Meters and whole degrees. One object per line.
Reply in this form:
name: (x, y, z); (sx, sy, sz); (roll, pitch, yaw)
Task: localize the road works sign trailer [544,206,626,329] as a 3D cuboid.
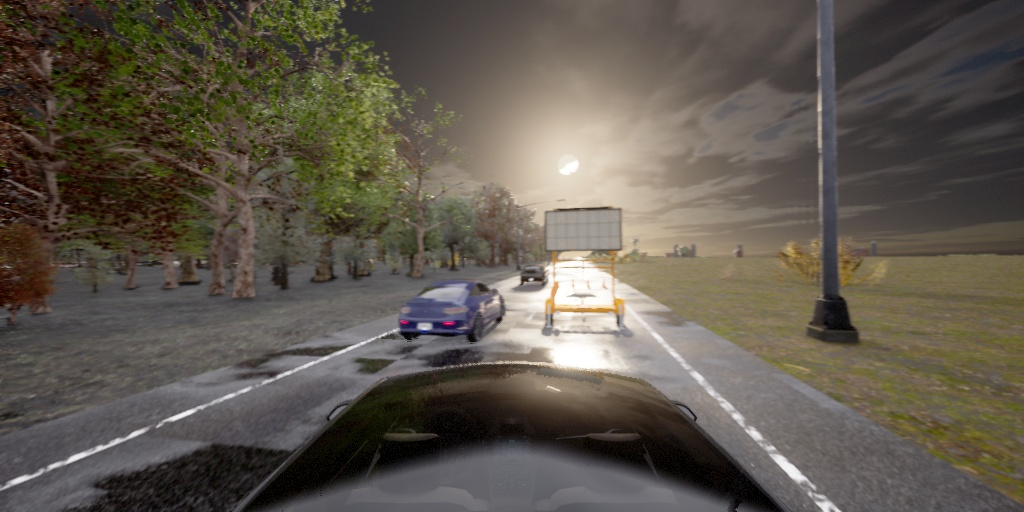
road works sign trailer: (2.295, 0.251, 11.454); (2.380, 3.560, 2.880); (0, 0, 11)

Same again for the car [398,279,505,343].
car: (-1.454, 1.351, 9.956); (1.812, 1.442, 4.674); (-1, 0, 10)

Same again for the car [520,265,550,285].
car: (1.792, 1.410, 27.671); (1.837, 1.490, 4.892); (-1, 0, 10)
